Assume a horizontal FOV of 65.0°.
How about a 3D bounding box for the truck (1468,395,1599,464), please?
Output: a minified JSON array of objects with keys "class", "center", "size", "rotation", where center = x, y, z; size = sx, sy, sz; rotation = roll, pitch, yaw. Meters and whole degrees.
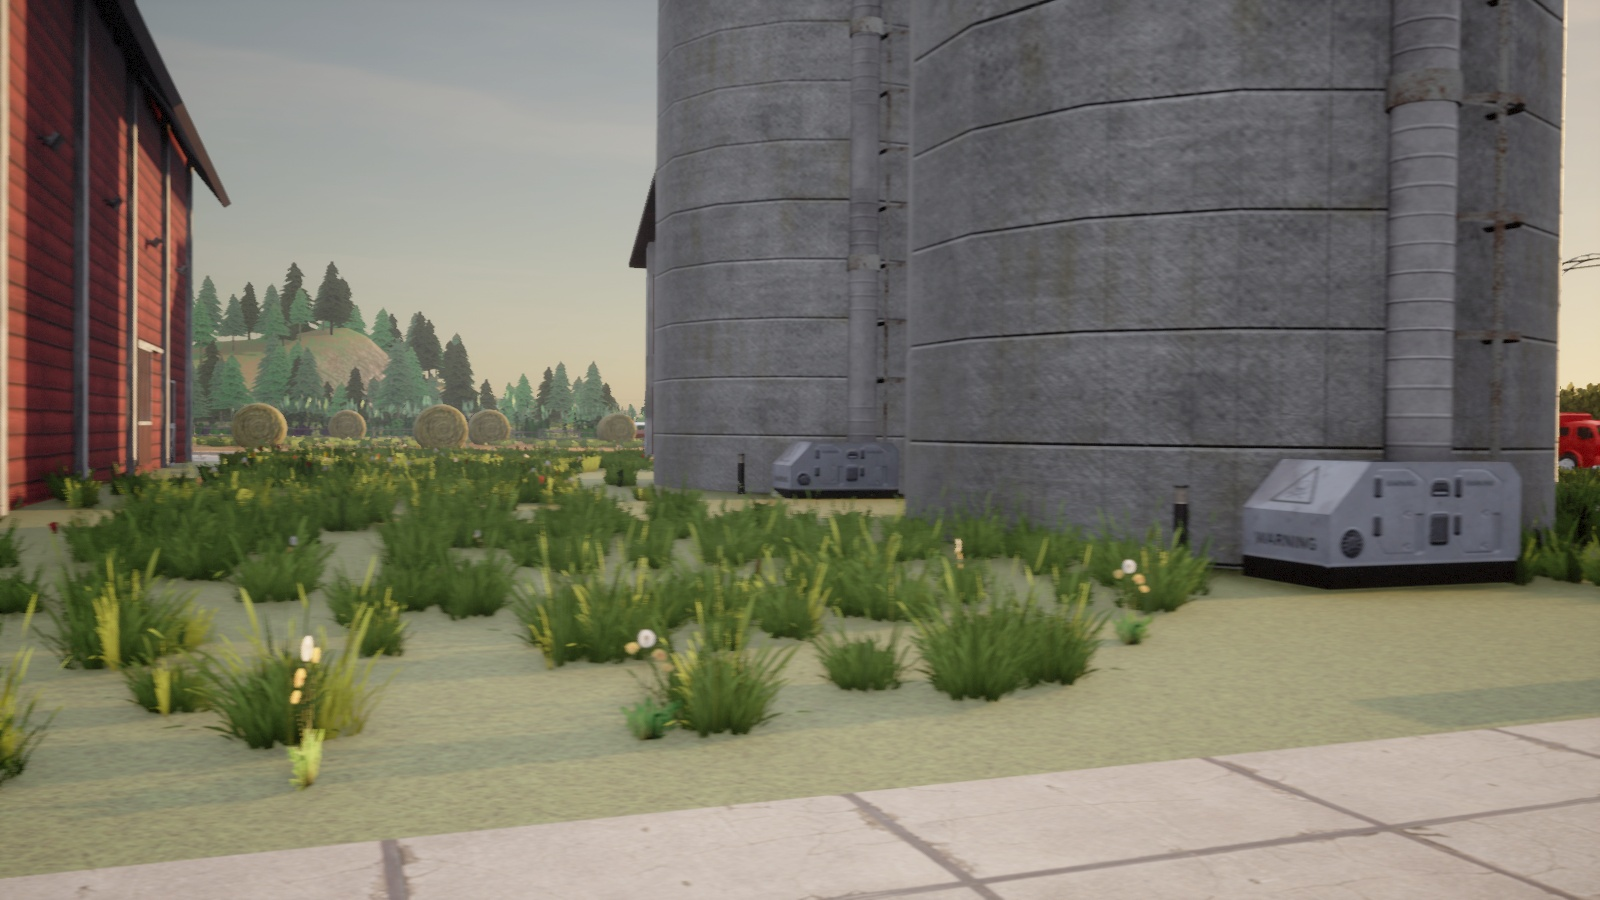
[{"class":"truck","center":[28.397,-0.761,47.343],"size":[2.627,2.467,5.204],"rotation":[-1,1,-20]}]
